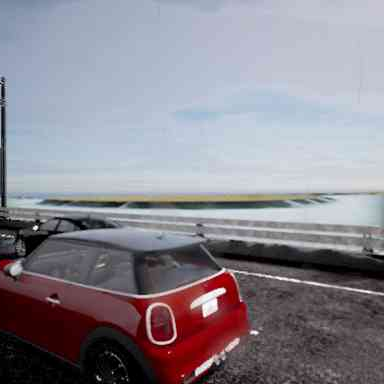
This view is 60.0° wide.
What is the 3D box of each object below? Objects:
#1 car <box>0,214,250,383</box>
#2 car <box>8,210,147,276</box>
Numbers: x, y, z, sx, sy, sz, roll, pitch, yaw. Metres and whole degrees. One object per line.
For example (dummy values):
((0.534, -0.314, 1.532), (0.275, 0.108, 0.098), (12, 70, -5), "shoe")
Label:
((-1.518, 1.360, 5.087), (4.553, 1.767, 2.097), (0, 0, 36), "car")
((-3.999, 1.495, 11.176), (5.008, 1.535, 1.882), (0, 0, 36), "car")
